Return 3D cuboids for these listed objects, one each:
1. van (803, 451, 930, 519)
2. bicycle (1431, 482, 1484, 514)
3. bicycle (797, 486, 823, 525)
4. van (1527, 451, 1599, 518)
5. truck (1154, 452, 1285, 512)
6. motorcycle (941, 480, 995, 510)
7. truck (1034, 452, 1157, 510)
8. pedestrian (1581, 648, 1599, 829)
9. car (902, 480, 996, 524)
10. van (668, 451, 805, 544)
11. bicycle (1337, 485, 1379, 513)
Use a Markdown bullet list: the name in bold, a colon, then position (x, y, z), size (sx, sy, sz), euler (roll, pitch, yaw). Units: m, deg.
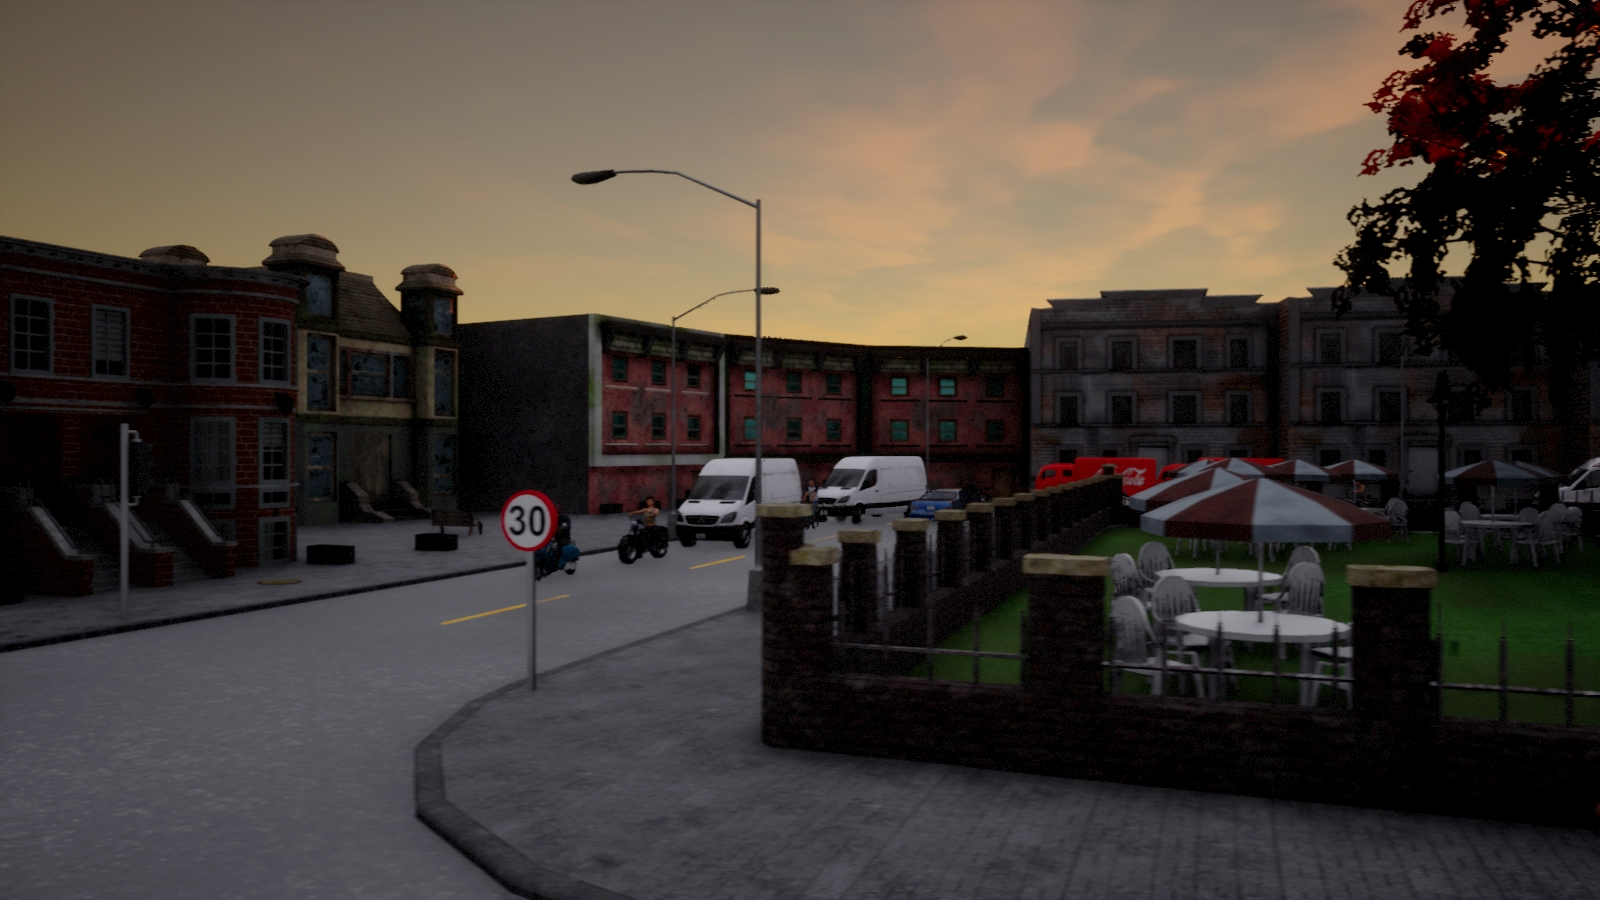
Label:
- **van**: position (2.773, 1.314, 46.061), size (1.988, 2.561, 5.915), euler (0, 0, 39)
- **bicycle**: position (26.688, 1.939, 46.400), size (1.835, 1.271, 0.329), euler (0, 0, 20)
- **bicycle**: position (0.368, 1.935, 40.350), size (0.373, 1.296, 1.643), euler (0, 0, 21)
- **van**: position (31.967, 1.314, 44.453), size (5.915, 2.561, 1.988), euler (0, 0, 20)
- **truck**: position (18.126, 1.347, 49.526), size (5.204, 2.467, 2.627), euler (0, 0, 20)
- **motorcycle**: position (7.377, 1.985, 50.274), size (2.209, 1.251, 0.867), euler (0, 0, -21)
- **truck**: position (13.152, 1.348, 51.082), size (5.204, 2.467, 2.627), euler (0, 0, 13)
- **pedestrian**: position (5.458, 1.896, 7.447), size (0.500, 1.100, 0.500), euler (0, 0, 20)
- **car**: position (5.664, 1.885, 42.781), size (2.033, 1.411, 5.357), euler (0, 0, 24)
- **van**: position (-1.780, 1.313, 34.783), size (1.988, 2.561, 5.915), euler (0, 0, 20)
- **bicycle**: position (23.241, 2.035, 47.601), size (1.487, 1.080, 0.859), euler (0, 0, 21)
